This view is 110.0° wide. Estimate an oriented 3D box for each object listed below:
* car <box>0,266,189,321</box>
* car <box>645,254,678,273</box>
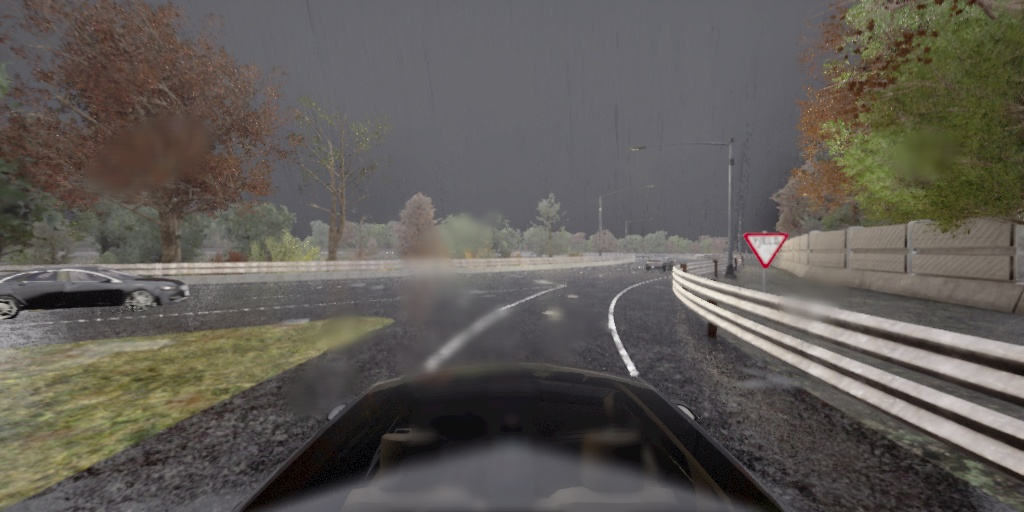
[{"bbox_3d":[-13.797,1.084,11.644,4.902,1.511,2.128,0,1,-30],"label":"car"},{"bbox_3d":[14.459,0.785,34.457,2.128,1.511,4.902,1,1,42],"label":"car"}]
